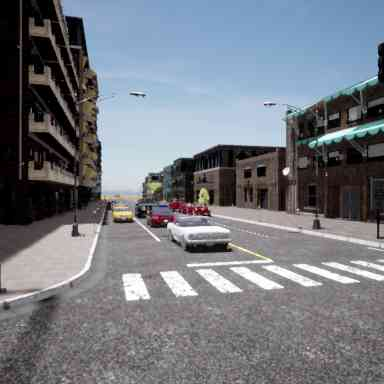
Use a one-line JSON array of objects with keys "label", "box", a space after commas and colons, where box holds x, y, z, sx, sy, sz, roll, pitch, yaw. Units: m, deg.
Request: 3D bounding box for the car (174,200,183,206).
[{"label": "car", "box": [-0.729, 2.090, 42.650, 1.802, 1.307, 4.206, -1, -1, -14]}]

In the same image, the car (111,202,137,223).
[{"label": "car", "box": [-6.146, 1.873, 29.449, 1.752, 1.417, 4.829, -1, -1, -14]}]

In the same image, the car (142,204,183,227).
[{"label": "car", "box": [-2.331, 1.858, 25.169, 1.994, 1.385, 4.181, 0, -1, -15]}]

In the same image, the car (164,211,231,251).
[{"label": "car", "box": [0.172, 1.772, 15.180, 1.895, 1.301, 4.718, 0, -1, -14]}]

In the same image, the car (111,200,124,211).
[{"label": "car", "box": [-11.625, 2.066, 51.662, 1.967, 1.590, 4.097, -1, -1, -14]}]

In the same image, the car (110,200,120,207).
[{"label": "car", "box": [-15.744, 2.379, 68.186, 1.887, 1.381, 4.507, -1, -1, -14]}]

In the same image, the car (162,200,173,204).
[{"label": "car", "box": [-4.278, 2.116, 46.020, 1.994, 1.385, 4.181, 0, -1, -14]}]

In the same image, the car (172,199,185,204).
[{"label": "car", "box": [-2.108, 1.892, 48.161, 2.192, 1.841, 5.009, -1, -1, -14]}]

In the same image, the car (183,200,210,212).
[{"label": "car", "box": [0.665, 1.880, 37.150, 1.967, 1.590, 4.097, -1, -1, -14]}]

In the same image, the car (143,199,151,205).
[{"label": "car", "box": [-11.775, 2.593, 86.878, 1.752, 1.417, 4.829, -1, -1, -14]}]

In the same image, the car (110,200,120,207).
[{"label": "car", "box": [-17.120, 2.455, 73.695, 2.008, 1.369, 4.403, -1, -1, -14]}]

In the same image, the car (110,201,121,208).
[{"label": "car", "box": [-14.369, 2.330, 62.678, 1.947, 1.339, 4.313, -1, -1, -14]}]

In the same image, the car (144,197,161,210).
[{"label": "car", "box": [-6.737, 1.894, 55.647, 2.150, 2.045, 5.566, 0, -1, -14]}]

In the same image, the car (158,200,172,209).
[{"label": "car", "box": [-4.897, 2.243, 59.339, 1.752, 1.417, 4.829, -1, -1, -14]}]

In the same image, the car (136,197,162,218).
[{"label": "car", "box": [-4.881, 1.643, 35.481, 2.150, 2.045, 5.566, 0, -1, -13]}]

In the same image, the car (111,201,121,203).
[{"label": "car", "box": [-7.511, 1.969, 35.135, 2.008, 1.369, 4.403, -1, -1, -14]}]

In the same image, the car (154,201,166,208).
[{"label": "car", "box": [-6.231, 2.367, 64.681, 1.802, 1.307, 4.206, -1, -1, -14]}]
